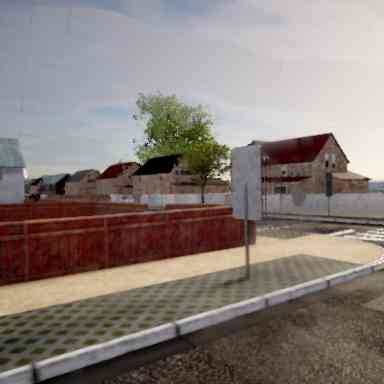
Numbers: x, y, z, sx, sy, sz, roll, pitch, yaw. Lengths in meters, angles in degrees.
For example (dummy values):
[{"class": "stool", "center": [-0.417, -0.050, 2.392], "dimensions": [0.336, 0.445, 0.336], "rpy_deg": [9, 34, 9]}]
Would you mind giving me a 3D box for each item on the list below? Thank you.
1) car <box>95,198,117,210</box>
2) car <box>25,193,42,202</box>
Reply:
[{"class": "car", "center": [-10.236, 1.468, 38.971], "dimensions": [2.033, 1.411, 5.357], "rpy_deg": [-2, 1, -37]}, {"class": "car", "center": [-37.768, 1.352, 80.214], "dimensions": [2.150, 2.045, 5.566], "rpy_deg": [-2, 1, -37]}]
